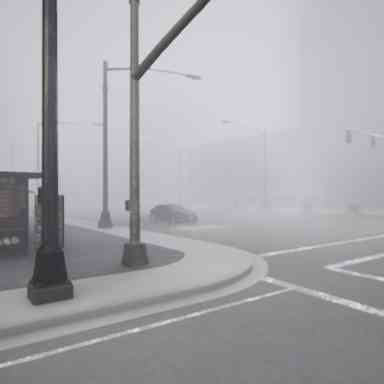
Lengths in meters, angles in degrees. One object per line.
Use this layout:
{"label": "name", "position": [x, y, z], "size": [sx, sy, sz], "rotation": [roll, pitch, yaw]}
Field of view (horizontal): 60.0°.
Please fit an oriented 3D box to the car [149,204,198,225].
{"label": "car", "position": [-1.480, 1.661, 25.227], "size": [1.837, 1.490, 4.892], "rotation": [0, 0, -36]}
